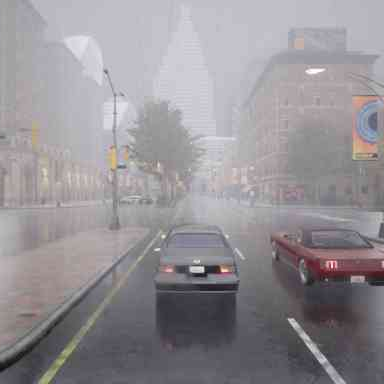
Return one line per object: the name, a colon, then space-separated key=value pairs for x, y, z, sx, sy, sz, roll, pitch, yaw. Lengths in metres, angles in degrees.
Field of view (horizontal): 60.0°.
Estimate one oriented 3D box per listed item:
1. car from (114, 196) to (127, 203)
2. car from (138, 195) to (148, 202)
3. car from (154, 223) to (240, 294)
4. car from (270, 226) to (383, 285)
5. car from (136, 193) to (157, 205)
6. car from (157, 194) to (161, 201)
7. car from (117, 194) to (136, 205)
car: x=-14.822 y=1.595 z=69.185 sx=1.895 sy=1.301 sz=4.718 roll=0 pitch=0 yaw=0
car: x=-11.583 y=1.524 z=79.198 sx=1.812 sy=1.442 sz=4.674 roll=0 pitch=0 yaw=0
car: x=0.092 y=1.547 z=8.938 sx=2.033 sy=1.411 sz=5.357 roll=0 pitch=0 yaw=0
car: x=3.591 y=1.601 z=9.421 sx=1.895 sy=1.301 sz=4.718 roll=0 pitch=0 yaw=0
car: x=-8.119 y=1.491 z=59.208 sx=2.128 sy=1.511 sz=4.902 roll=0 pitch=0 yaw=0
car: x=-8.072 y=1.526 z=68.976 sx=1.812 sy=1.442 sz=4.674 roll=0 pitch=0 yaw=0
car: x=-11.618 y=1.526 z=58.918 sx=1.812 sy=1.442 sz=4.674 roll=0 pitch=0 yaw=0
